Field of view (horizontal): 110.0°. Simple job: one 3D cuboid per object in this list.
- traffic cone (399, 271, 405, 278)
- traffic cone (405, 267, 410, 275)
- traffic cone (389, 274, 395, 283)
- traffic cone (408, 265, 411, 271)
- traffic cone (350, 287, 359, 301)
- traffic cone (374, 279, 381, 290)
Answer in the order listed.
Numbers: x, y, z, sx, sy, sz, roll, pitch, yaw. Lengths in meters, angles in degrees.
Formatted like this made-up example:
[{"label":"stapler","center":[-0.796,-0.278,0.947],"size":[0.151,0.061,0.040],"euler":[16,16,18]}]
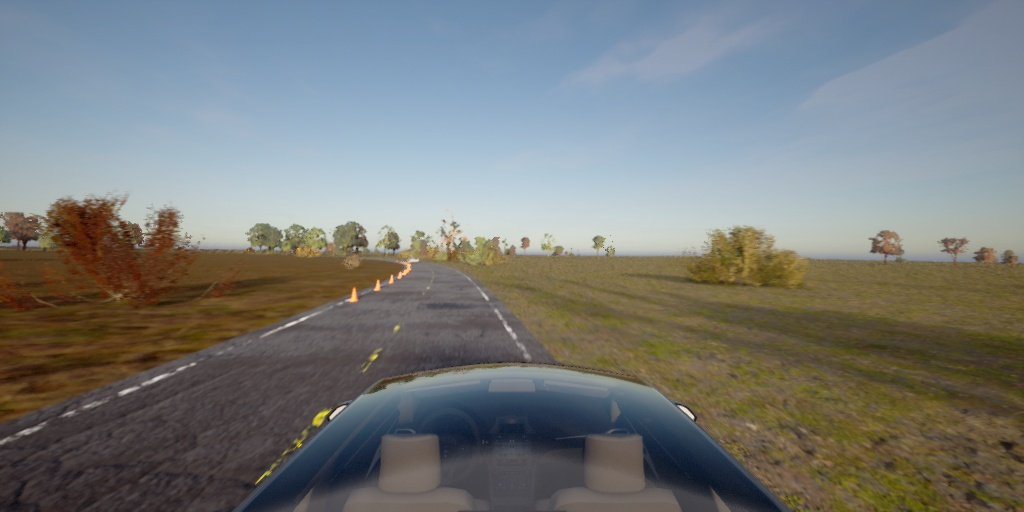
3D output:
[{"label":"traffic cone","center":[-9.322,1.562,29.855],"size":[0.340,0.580,0.340],"euler":[0,0,-11]},{"label":"traffic cone","center":[-10.343,1.545,34.701],"size":[0.340,0.580,0.340],"euler":[0,0,-12]},{"label":"traffic cone","center":[-8.385,1.578,24.991],"size":[0.340,0.580,0.340],"euler":[0,0,-10]},{"label":"traffic cone","center":[-11.448,1.526,39.530],"size":[0.340,0.580,0.340],"euler":[0,0,-13]},{"label":"traffic cone","center":[-6.687,1.607,15.192],"size":[0.340,0.580,0.340],"euler":[0,0,-9]},{"label":"traffic cone","center":[-7.512,1.593,20.095],"size":[0.340,0.580,0.340],"euler":[0,0,-10]}]
